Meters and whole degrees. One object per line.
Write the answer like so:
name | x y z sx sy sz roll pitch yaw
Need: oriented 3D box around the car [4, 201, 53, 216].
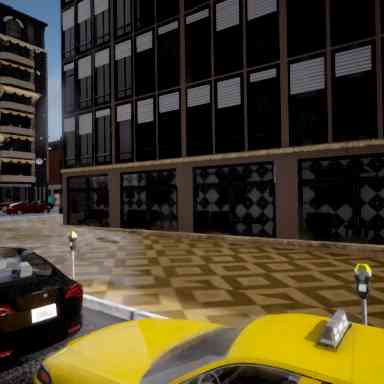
car | -15.731 1.581 31.896 1.802 1.307 4.206 -2 -1 35

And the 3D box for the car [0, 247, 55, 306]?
car | -3.565 1.568 5.413 4.313 1.339 1.947 0 -1 35

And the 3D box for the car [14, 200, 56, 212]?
car | -19.391 1.743 41.246 1.947 1.339 4.313 -2 -1 35

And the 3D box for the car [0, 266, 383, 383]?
car | 0.736 1.526 2.367 4.829 1.417 1.752 0 -1 35
